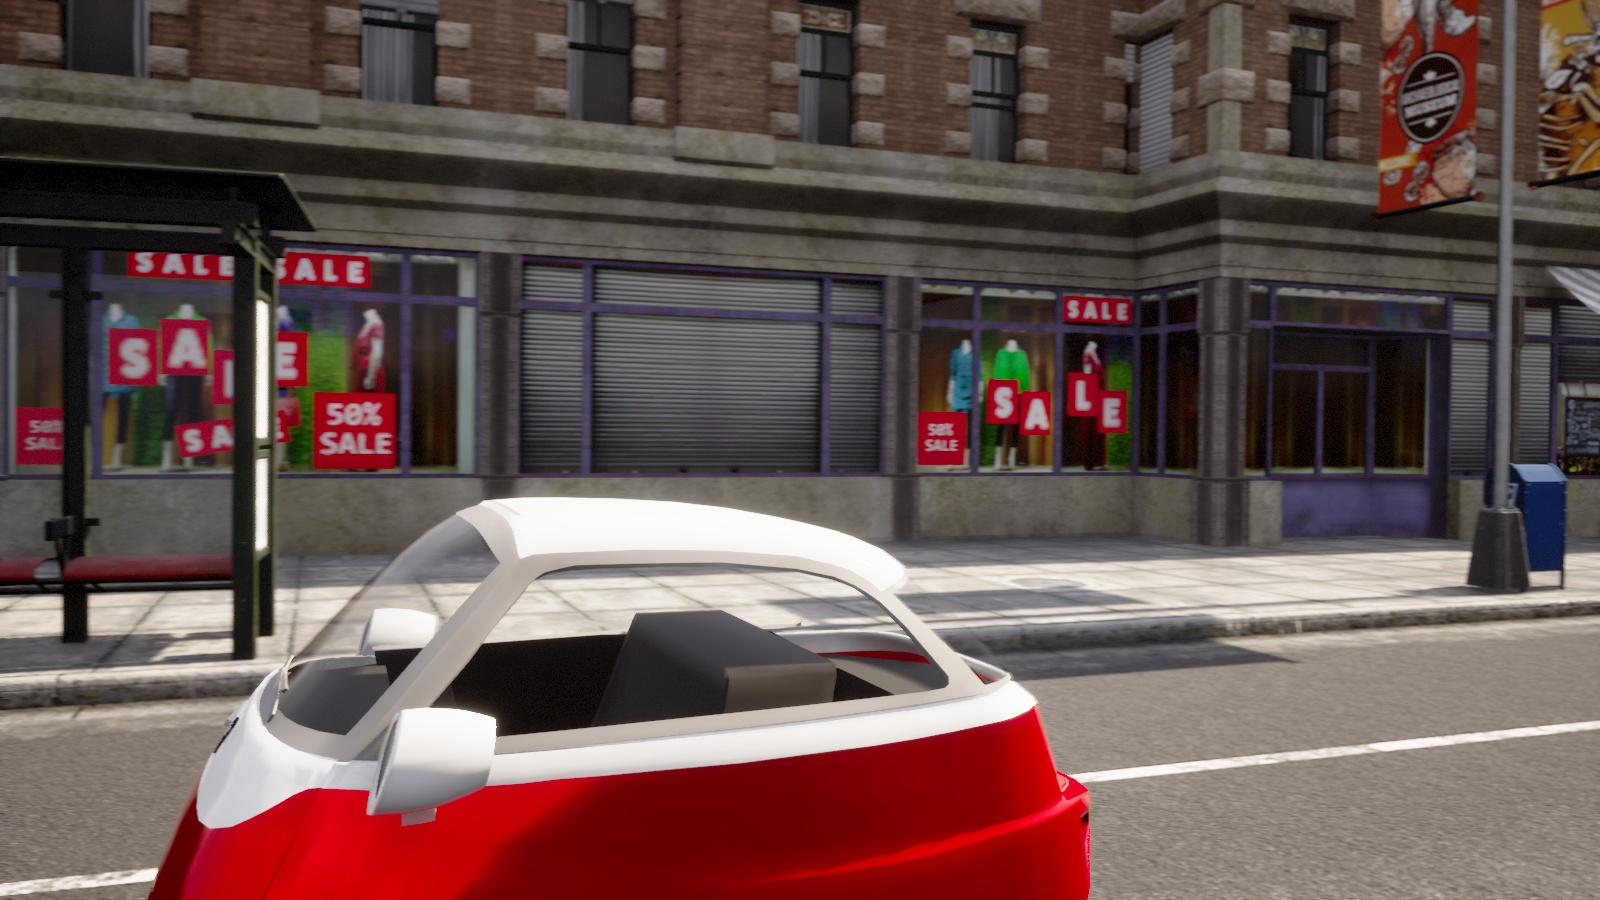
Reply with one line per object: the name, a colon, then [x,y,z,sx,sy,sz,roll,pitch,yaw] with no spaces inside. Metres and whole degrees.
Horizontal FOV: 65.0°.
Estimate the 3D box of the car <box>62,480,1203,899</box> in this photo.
car: [-0.399,0.807,3.088,2.207,1.376,1.481,-1,1,-21]
